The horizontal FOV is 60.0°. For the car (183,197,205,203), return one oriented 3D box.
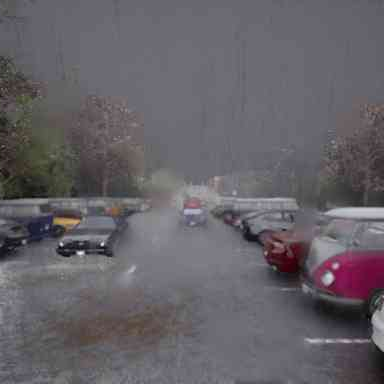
[{"bbox_3d":[0.051,1.698,40.422,2.150,2.045,5.566,1,-2,-1],"label":"car"}]

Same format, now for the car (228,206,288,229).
[{"bbox_3d":[4.505,1.628,17.575,4.674,1.452,2.002,0,0,0],"label":"car"}]

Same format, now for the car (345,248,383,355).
[{"bbox_3d":[4.530,1.544,3.694,4.674,1.452,2.002,0,0,0],"label":"car"}]

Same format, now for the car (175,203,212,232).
[{"bbox_3d":[0.061,1.656,21.231,1.812,1.442,4.674,0,0,0],"label":"car"}]

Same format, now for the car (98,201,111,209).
[{"bbox_3d":[-8.587,1.623,23.260,5.008,1.535,2.097,0,0,0],"label":"car"}]

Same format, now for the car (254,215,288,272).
[{"bbox_3d":[4.517,1.537,9.246,5.008,1.535,2.097,0,0,0],"label":"car"}]

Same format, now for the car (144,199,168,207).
[{"bbox_3d":[-8.714,2.720,81.396,5.566,2.045,2.435,0,-2,0],"label":"car"}]

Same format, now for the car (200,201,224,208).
[{"bbox_3d":[4.590,2.794,75.710,5.366,1.575,1.946,0,-2,0],"label":"car"}]

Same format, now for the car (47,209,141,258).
[{"bbox_3d":[-3.624,1.631,13.481,2.033,1.411,5.357,0,0,0],"label":"car"}]

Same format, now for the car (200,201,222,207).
[{"bbox_3d":[4.580,2.967,81.381,5.366,1.575,1.946,0,-2,0],"label":"car"}]

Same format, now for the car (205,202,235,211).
[{"bbox_3d":[4.473,2.299,53.638,4.792,1.488,2.163,0,-1,0],"label":"car"}]

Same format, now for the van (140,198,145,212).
[{"bbox_3d":[-8.733,1.797,42.507,4.442,1.987,1.878,0,-1,0],"label":"van"}]

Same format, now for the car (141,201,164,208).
[{"bbox_3d":[-8.699,2.749,72.957,4.792,1.488,2.163,0,-2,0],"label":"car"}]

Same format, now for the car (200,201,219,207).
[{"bbox_3d":[4.384,3.057,84.155,4.892,1.521,2.231,0,-2,0],"label":"car"}]

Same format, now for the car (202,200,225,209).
[{"bbox_3d":[4.388,2.454,67.516,4.553,1.767,2.185,0,-1,0],"label":"car"}]

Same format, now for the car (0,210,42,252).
[{"bbox_3d":[-8.556,1.557,12.180,4.892,1.521,2.231,0,0,0],"label":"car"}]

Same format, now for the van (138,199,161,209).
[{"bbox_3d":[-8.552,2.356,67.574,4.442,1.987,1.878,0,-1,0],"label":"van"}]

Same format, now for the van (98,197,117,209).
[{"bbox_3d":[-8.470,1.429,25.883,4.442,1.987,1.878,0,-1,0],"label":"van"}]

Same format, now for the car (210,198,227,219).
[{"bbox_3d":[4.465,1.403,25.889,5.566,2.045,2.435,0,-1,0],"label":"car"}]

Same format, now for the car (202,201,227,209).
[{"bbox_3d":[4.395,2.545,64.740,4.792,1.488,2.163,0,-1,0],"label":"car"}]

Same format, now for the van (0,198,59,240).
[{"bbox_3d":[-8.684,1.347,14.951,4.442,1.987,1.878,0,0,0],"label":"van"}]

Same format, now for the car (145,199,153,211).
[{"bbox_3d":[-8.621,2.149,48.166,5.008,1.535,2.097,0,-1,0],"label":"car"}]

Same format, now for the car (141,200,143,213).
[{"bbox_3d":[-8.609,2.005,39.858,4.674,1.452,2.002,0,-1,0],"label":"car"}]

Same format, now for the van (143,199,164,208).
[{"bbox_3d":[-8.792,2.573,75.734,4.442,1.987,1.878,0,-2,0],"label":"van"}]

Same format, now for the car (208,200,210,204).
[{"bbox_3d":[4.484,1.838,34.210,5.008,1.535,2.097,0,-1,0],"label":"car"}]

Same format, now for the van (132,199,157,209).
[{"bbox_3d":[-8.767,2.230,62.019,4.442,1.987,1.878,0,-1,0],"label":"van"}]

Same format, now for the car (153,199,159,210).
[{"bbox_3d":[-8.608,2.020,53.712,5.566,2.045,2.435,0,-1,0],"label":"car"}]

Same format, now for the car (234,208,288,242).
[{"bbox_3d":[4.543,1.601,14.797,4.792,1.488,2.163,0,0,0],"label":"car"}]

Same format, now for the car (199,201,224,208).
[{"bbox_3d":[4.224,2.718,73.058,5.366,1.575,1.946,0,-2,0],"label":"car"}]

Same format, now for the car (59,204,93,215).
[{"bbox_3d":[-8.388,1.586,17.722,5.366,1.575,1.946,0,0,0],"label":"car"}]

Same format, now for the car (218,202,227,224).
[{"bbox_3d":[4.469,1.652,23.133,4.792,1.488,2.163,0,-1,0],"label":"car"}]

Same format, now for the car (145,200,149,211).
[{"bbox_3d":[-8.624,2.125,45.271,4.674,1.452,2.002,0,-1,0],"label":"car"}]

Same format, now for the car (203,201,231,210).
[{"bbox_3d":[4.463,2.422,59.189,4.792,1.488,2.163,0,-1,0],"label":"car"}]

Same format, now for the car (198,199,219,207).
[{"bbox_3d":[4.352,2.976,89.713,5.566,2.045,2.435,0,-2,0],"label":"car"}]

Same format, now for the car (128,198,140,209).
[{"bbox_3d":[-8.573,1.588,34.200,5.566,2.045,2.435,0,-1,0],"label":"car"}]

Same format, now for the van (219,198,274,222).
[{"bbox_3d":[4.605,1.490,28.664,4.442,1.987,1.878,0,-1,0],"label":"van"}]

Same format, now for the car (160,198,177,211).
[{"bbox_3d":[-3.654,2.188,55.726,2.097,1.767,4.553,0,-1,0],"label":"car"}]

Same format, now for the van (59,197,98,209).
[{"bbox_3d":[-8.460,1.380,20.491,4.442,1.987,1.878,0,0,0],"label":"van"}]

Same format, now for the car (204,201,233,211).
[{"bbox_3d":[4.468,2.361,56.413,4.792,1.488,2.163,0,-1,0],"label":"car"}]

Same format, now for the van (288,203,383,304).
[{"bbox_3d":[4.411,1.295,6.471,4.442,1.987,1.878,0,0,0],"label":"van"}]

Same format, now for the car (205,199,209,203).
[{"bbox_3d":[4.649,2.020,42.537,5.366,1.575,1.946,0,-1,0],"label":"car"}]

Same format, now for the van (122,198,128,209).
[{"bbox_3d":[-8.713,1.552,31.429,4.442,1.987,1.878,0,-1,0],"label":"van"}]

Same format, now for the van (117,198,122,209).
[{"bbox_3d":[-8.708,1.493,28.785,4.442,1.987,1.878,0,-1,0],"label":"van"}]

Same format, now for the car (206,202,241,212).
[{"bbox_3d":[4.448,2.147,48.087,4.892,1.521,2.231,0,-1,0],"label":"car"}]

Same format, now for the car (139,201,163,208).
[{"bbox_3d":[-8.694,2.678,70.319,4.792,1.488,2.163,0,-1,0],"label":"car"}]

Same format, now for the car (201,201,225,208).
[{"bbox_3d":[4.421,2.649,70.292,4.892,1.521,2.231,0,-2,0],"label":"car"}]

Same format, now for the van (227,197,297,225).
[{"bbox_3d":[4.620,1.379,20.352,4.442,1.987,1.878,0,0,0],"label":"van"}]
